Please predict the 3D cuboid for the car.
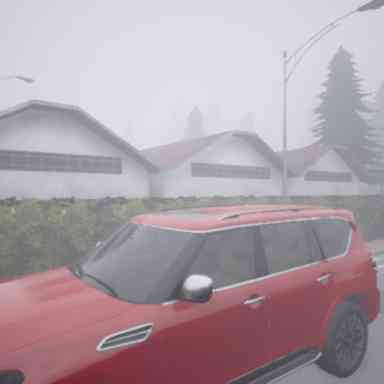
[{"bbox_3d":[0.077,1.222,4.037,5.566,2.045,2.150,-1,0,-35],"label":"car"}]
